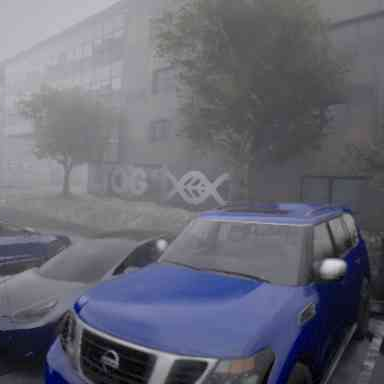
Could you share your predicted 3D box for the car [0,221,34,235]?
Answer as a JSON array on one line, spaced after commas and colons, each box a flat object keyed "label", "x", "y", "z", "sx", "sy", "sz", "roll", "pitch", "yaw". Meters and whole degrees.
[{"label": "car", "x": -5.835, "y": 1.487, "z": 9.480, "sx": 2.163, "sy": 1.488, "sz": 4.792, "roll": 0, "pitch": 0, "yaw": 35}]

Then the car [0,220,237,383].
[{"label": "car", "x": -1.320, "y": 1.499, "z": 6.188, "sx": 2.163, "sy": 1.488, "sz": 4.792, "roll": 0, "pitch": 0, "yaw": 35}]
